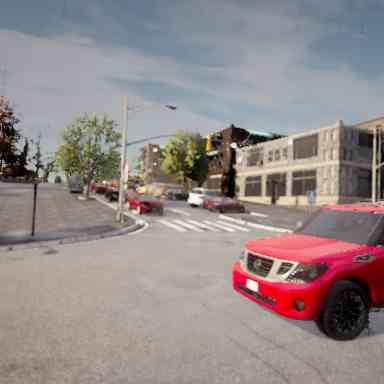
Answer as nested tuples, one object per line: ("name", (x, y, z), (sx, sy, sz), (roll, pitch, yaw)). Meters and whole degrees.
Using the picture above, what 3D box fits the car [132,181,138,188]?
("car", (-6.897, -0.408, 54.149), (4.674, 1.452, 2.002), (4, 3, -45))

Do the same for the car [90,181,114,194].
("car", (-12.309, -0.525, 44.477), (1.882, 1.535, 5.008), (4, 2, -26))

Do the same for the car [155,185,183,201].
("car", (-1.816, 0.381, 43.198), (4.892, 1.521, 2.231), (4, 2, -45))

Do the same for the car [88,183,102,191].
("car", (-26.240, -1.346, 90.259), (1.837, 1.490, 4.892), (2, -4, 8))

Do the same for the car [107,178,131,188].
("car", (-15.963, -1.996, 73.217), (2.185, 1.767, 4.553), (4, -1, 43))

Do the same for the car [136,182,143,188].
("car", (-5.494, -0.236, 51.543), (5.366, 1.575, 1.946), (3, 2, -45))

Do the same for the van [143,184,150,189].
("van", (-4.413, -0.264, 48.581), (4.442, 1.987, 1.878), (4, 3, -45))

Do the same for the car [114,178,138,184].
("car", (-11.915, -1.275, 65.180), (1.946, 1.575, 5.366), (7, 2, 44))

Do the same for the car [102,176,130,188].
("car", (-17.301, -2.212, 75.842), (2.435, 2.045, 5.566), (0, -4, 44))

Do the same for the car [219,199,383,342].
("car", (3.568, 1.218, 6.647), (5.566, 2.045, 2.150), (0, 0, -23))

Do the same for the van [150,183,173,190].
("van", (-3.137, -0.056, 45.842), (4.442, 1.987, 1.878), (3, 3, -45))

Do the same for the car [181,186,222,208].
("car", (2.041, 0.751, 35.013), (5.566, 2.045, 2.435), (4, 2, -45))

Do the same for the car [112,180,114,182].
("car", (-13.344, -1.740, 67.739), (2.435, 2.045, 5.566), (7, 3, 44))

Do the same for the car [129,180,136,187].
("car", (-8.187, -0.616, 56.882), (2.002, 1.452, 4.674), (7, 2, 45))

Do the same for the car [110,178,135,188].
("car", (-14.686, -1.826, 70.481), (2.185, 1.767, 4.553), (6, 2, 44))

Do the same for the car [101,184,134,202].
("car", (-8.014, 0.252, 35.455), (1.994, 1.385, 4.181), (4, 2, -26))

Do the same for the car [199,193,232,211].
("car", (3.275, 1.247, 32.271), (4.674, 1.452, 2.002), (4, 2, -45))

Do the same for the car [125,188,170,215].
("car", (-3.773, 0.848, 26.529), (1.882, 1.535, 5.008), (4, 2, -25))
